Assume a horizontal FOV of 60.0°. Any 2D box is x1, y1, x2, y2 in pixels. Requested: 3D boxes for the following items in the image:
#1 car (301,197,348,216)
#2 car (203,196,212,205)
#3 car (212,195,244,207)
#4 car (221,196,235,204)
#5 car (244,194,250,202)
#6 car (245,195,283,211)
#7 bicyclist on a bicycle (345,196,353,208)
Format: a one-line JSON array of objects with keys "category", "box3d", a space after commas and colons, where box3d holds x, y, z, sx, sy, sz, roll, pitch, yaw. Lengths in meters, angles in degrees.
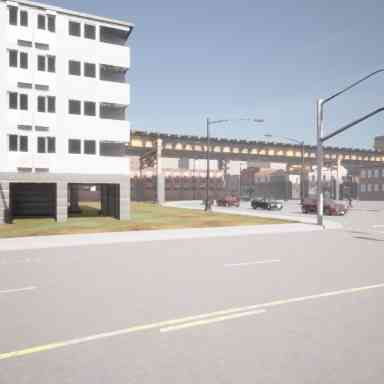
[{"category": "car", "box3d": [13.110, 1.352, 33.080, 2.097, 1.767, 4.553, 0, 0, -25]}, {"category": "car", "box3d": [2.916, 1.505, 59.907, 1.837, 1.490, 4.892, 0, 0, -1]}, {"category": "car", "box3d": [5.367, 1.478, 50.095, 1.882, 1.535, 5.008, 0, 0, -22]}, {"category": "car", "box3d": [7.349, 1.491, 66.747, 2.128, 1.511, 4.902, 0, 0, 14]}, {"category": "car", "box3d": [11.879, 1.525, 75.701, 2.128, 1.511, 4.902, 0, 0, 41]}, {"category": "car", "box3d": [9.244, 1.491, 41.354, 2.128, 1.511, 4.902, 0, 0, -25]}, {"category": "bicyclist on a bicycle", "box3d": [20.436, 1.303, 43.310, 1.656, 1.620, 0.582, 0, 0, -25]}]
